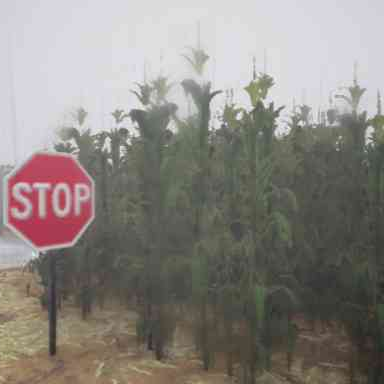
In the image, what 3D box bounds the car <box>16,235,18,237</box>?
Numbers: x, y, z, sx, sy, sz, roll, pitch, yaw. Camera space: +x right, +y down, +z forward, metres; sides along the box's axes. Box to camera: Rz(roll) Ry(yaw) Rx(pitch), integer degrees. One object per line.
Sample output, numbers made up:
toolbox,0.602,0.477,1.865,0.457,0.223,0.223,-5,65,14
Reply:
car,-6.519,1.562,17.380,1.882,1.535,5.008,-1,0,36
